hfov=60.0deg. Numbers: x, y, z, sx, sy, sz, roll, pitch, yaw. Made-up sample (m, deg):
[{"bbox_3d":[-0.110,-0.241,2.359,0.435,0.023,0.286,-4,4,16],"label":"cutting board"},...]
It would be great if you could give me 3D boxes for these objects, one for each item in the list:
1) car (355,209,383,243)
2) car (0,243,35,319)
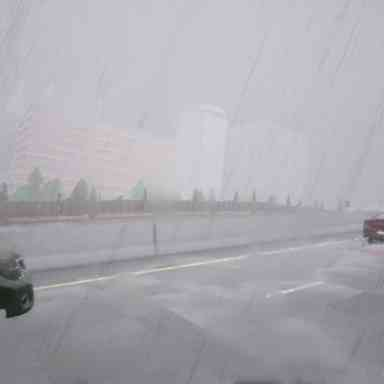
[{"bbox_3d":[9.671,1.519,14.944,5.008,1.535,1.882,1,0,-36],"label":"car"},{"bbox_3d":[-5.163,1.219,4.363,5.566,2.045,2.150,0,0,-36],"label":"car"}]
